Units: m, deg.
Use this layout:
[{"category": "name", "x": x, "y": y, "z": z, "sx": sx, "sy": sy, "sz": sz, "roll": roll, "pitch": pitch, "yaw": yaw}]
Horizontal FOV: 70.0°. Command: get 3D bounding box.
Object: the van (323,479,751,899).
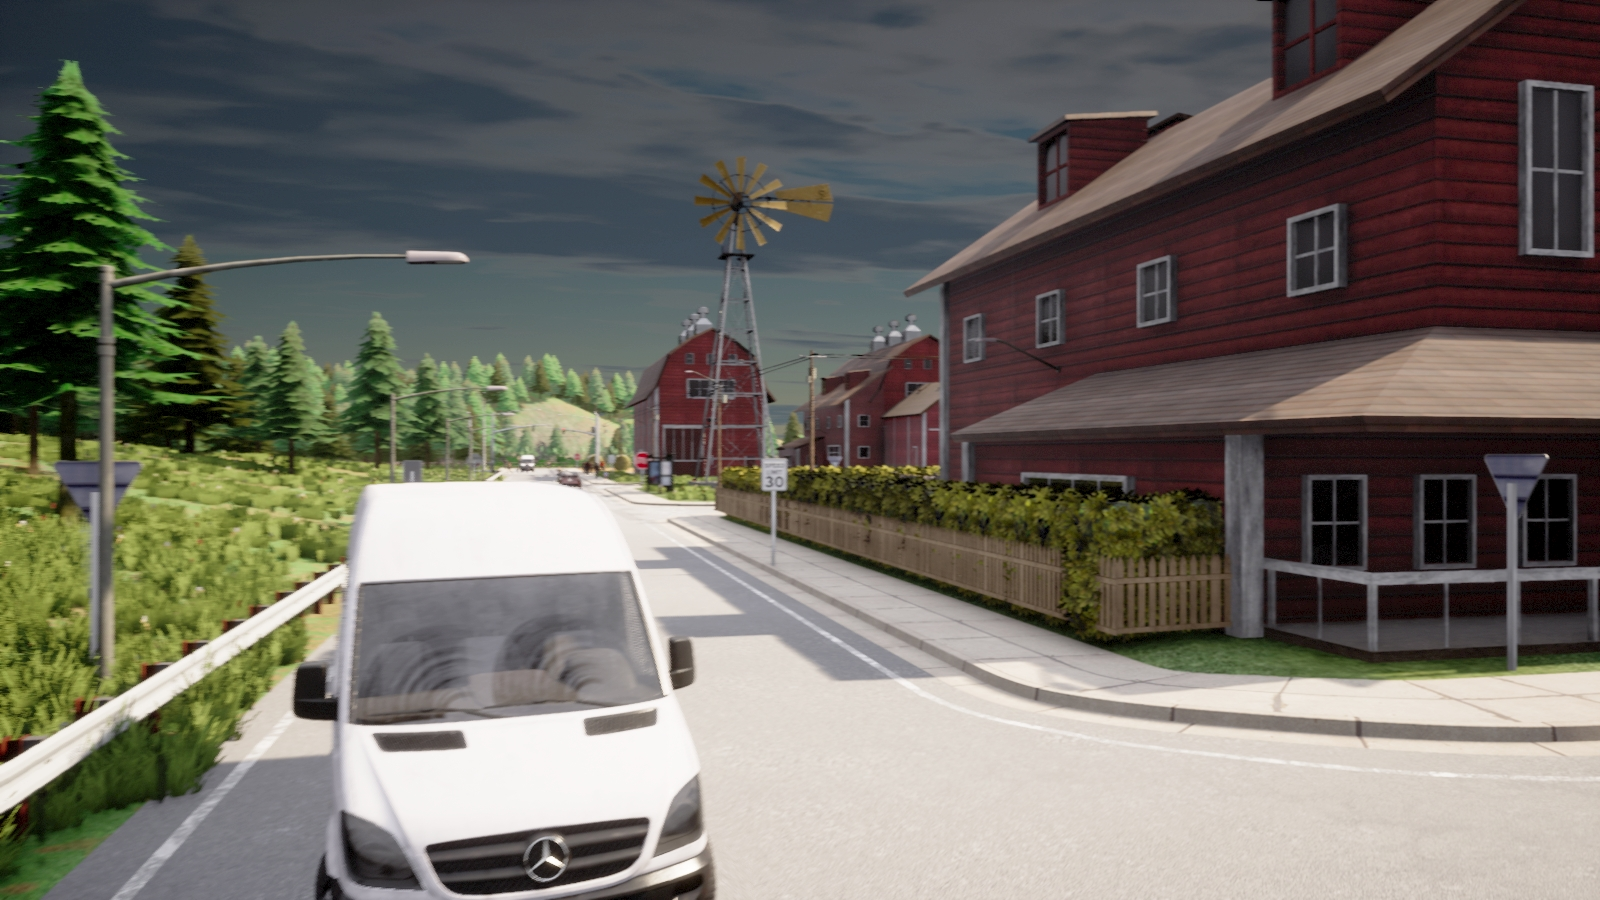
[{"category": "van", "x": -2.267, "y": 1.550, "z": 8.178, "sx": 1.988, "sy": 2.561, "sz": 5.915, "roll": 0, "pitch": 0, "yaw": -22}]
